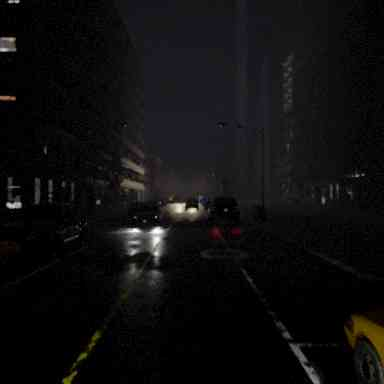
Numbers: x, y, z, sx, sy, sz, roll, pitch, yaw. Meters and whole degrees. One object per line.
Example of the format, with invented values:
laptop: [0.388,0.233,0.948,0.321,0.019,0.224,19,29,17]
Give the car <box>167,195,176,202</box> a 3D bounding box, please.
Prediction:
car: [-5.667,1.807,91.166,2.192,1.841,5.009,1,0,0]

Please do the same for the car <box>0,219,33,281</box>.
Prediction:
car: [-5.678,1.565,7.451,1.752,1.417,4.829,1,0,0]

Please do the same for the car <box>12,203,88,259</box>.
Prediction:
car: [-5.674,1.384,13.193,2.192,1.841,5.009,1,0,0]

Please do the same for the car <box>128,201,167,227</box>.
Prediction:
car: [-3.097,1.652,24.075,1.812,1.442,4.674,0,0,0]

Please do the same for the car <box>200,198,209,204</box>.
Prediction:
car: [2.708,1.982,74.454,1.802,1.307,4.206,1,0,0]

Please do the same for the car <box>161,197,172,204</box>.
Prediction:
car: [-5.672,1.950,74.455,2.008,1.369,4.403,1,0,0]

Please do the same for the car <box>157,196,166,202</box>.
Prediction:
car: [-5.674,1.828,52.178,2.008,1.369,4.403,1,0,0]

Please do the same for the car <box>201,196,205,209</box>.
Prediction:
car: [2.707,1.687,46.607,1.967,1.590,4.097,1,0,0]

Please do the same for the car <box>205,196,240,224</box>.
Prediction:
car: [2.396,1.365,26.044,2.150,2.045,5.566,0,0,0]

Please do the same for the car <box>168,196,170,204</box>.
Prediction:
car: [-5.673,1.863,63.148,1.752,1.417,4.829,1,0,0]

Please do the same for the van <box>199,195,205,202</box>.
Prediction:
van: [2.712,1.834,91.165,1.690,1.788,3.998,1,0,0]

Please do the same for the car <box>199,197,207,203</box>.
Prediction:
car: [2.709,1.957,80.193,1.752,1.417,4.829,1,0,0]

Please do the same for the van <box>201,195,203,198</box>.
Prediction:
van: [2.710,1.680,63.317,1.690,1.788,3.998,1,0,0]

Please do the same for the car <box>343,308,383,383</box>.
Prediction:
car: [2.702,1.538,2.221,1.752,1.417,4.829,1,0,0]

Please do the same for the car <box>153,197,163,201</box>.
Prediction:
car: [-5.675,1.813,46.608,1.947,1.339,4.313,1,0,0]

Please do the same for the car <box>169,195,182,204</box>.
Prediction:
car: [-2.994,1.568,65.525,1.837,1.490,4.892,0,0,0]

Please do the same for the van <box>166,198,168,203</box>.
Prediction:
van: [-5.670,1.649,57.749,1.690,1.788,3.998,1,0,0]

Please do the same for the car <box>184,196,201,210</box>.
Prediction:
car: [0.018,1.751,46.192,1.837,1.490,4.892,0,0,0]

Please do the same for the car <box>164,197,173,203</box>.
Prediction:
car: [-5.671,1.955,79.856,1.752,1.417,4.829,1,0,0]
